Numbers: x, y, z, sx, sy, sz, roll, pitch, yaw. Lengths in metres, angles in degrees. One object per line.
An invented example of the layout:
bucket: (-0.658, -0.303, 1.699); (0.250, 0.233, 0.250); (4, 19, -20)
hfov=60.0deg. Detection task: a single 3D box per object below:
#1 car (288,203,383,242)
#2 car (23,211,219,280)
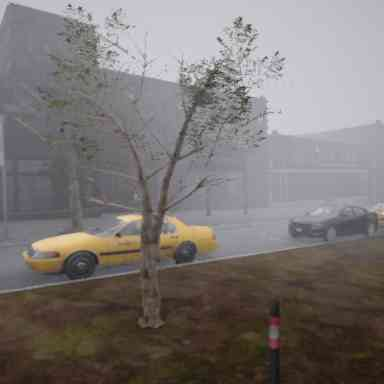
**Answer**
car: (6.599, 1.333, 15.367); (5.008, 1.535, 2.097); (0, 0, -33)
car: (-1.744, 1.315, 9.409); (5.366, 1.575, 1.946); (0, 0, -33)
